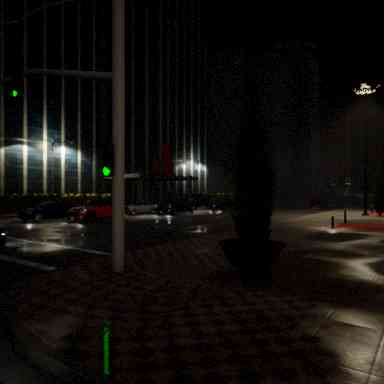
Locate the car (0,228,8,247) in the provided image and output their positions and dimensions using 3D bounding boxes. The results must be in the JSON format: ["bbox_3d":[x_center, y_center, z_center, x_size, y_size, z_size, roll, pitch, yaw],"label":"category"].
[{"bbox_3d":[-8.904,1.505,11.202,1.837,1.490,4.892,0,0,35],"label":"car"}]

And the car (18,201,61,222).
[{"bbox_3d":[-11.235,1.478,26.574,1.882,1.535,5.008,0,0,35],"label":"car"}]

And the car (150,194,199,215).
[{"bbox_3d":[-1.711,1.352,34.113,2.097,1.767,4.553,0,0,35],"label":"car"}]

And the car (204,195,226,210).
[{"bbox_3d":[4.129,1.491,42.470,2.128,1.511,4.902,0,0,35],"label":"car"}]

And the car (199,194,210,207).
[{"bbox_3d":[0.560,1.221,43.472,2.150,2.045,5.566,0,0,35],"label":"car"}]

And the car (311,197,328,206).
[{"bbox_3d":[20.509,1.505,53.416,1.837,1.490,4.892,0,0,35],"label":"car"}]

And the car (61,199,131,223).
[{"bbox_3d":[-7.400,1.352,25.952,2.097,1.767,4.553,0,0,35],"label":"car"}]

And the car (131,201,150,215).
[{"bbox_3d":[-5.573,1.601,34.699,1.895,1.301,4.718,0,0,35],"label":"car"}]
